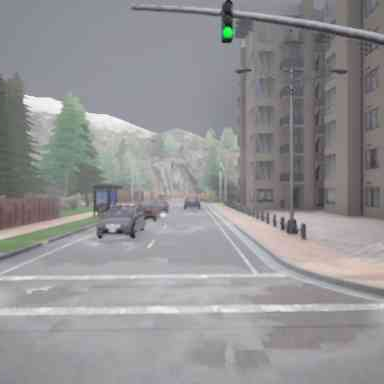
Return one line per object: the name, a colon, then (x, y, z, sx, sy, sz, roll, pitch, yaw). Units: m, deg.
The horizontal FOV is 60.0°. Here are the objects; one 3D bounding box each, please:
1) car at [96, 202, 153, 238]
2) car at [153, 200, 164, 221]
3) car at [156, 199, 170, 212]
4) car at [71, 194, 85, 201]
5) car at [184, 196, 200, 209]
car: (-3.586, 1.468, 17.485, 2.128, 1.511, 4.902, 0, 0, 0)
car: (-3.580, 1.561, 26.716, 1.895, 1.301, 4.718, 0, 0, 0)
car: (-3.558, 1.507, 36.739, 1.994, 1.385, 4.181, 0, 0, 0)
car: (-24.991, 1.088, 73.039, 1.932, 1.855, 4.605, 0, 0, -1)
car: (0.033, 1.274, 43.693, 2.097, 1.767, 4.553, 0, 0, 0)
